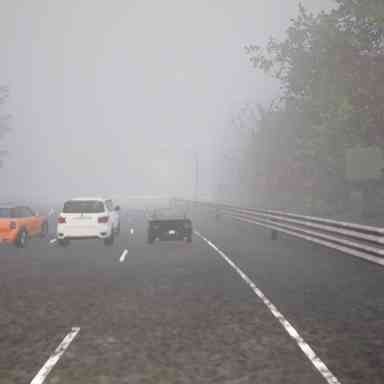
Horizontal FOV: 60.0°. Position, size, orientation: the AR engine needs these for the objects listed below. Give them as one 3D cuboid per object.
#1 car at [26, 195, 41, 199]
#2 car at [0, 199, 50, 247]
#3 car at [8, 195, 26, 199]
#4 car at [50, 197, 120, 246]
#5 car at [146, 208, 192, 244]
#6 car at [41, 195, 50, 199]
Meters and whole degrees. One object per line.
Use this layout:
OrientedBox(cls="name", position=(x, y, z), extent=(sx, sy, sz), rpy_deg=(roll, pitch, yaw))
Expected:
OrientedBox(cls="car", position=(-39.798, 1.441, 81.588), extent=(5.008, 1.535, 1.882), rpy_deg=(0, 0, 40))
OrientedBox(cls="car", position=(-8.103, 1.364, 14.985), extent=(2.097, 1.767, 4.553), rpy_deg=(0, 0, -8))
OrientedBox(cls="car", position=(-42.142, 1.467, 78.989), extent=(4.892, 1.490, 1.837), rpy_deg=(0, 0, 40))
OrientedBox(cls="car", position=(-4.648, 1.256, 15.546), extent=(2.150, 2.045, 5.566), rpy_deg=(0, 0, -8))
OrientedBox(cls="car", position=(-1.180, 1.483, 16.018), extent=(1.882, 1.535, 5.008), rpy_deg=(0, 0, -8))
OrientedBox(cls="car", position=(-37.454, 1.483, 84.188), extent=(4.674, 1.442, 1.812), rpy_deg=(0, 0, 40))
